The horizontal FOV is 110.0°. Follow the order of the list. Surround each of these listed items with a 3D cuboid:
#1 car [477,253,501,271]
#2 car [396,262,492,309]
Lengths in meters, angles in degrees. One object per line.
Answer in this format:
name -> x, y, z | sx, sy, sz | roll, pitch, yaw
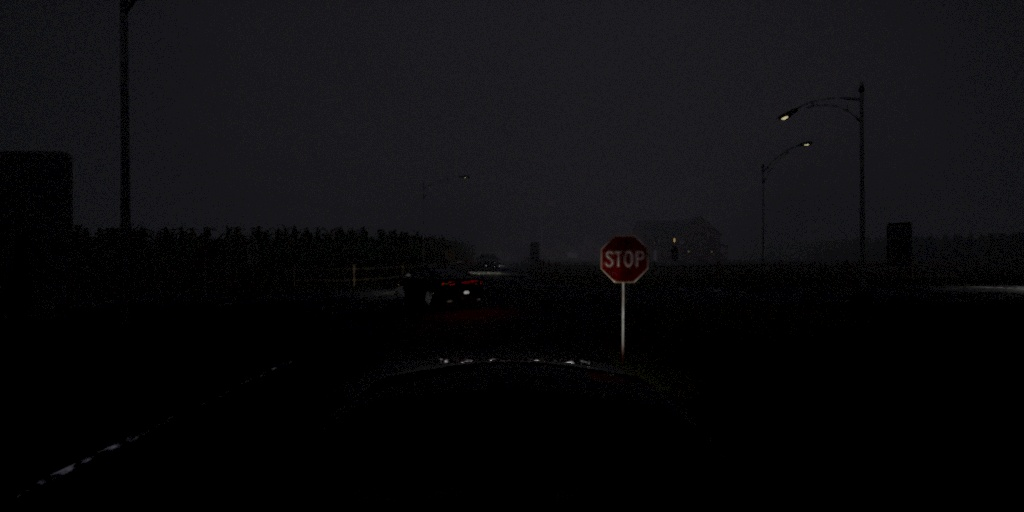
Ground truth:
car -> -2.813, 0.675, 41.865 | 2.150, 2.045, 5.566 | 0, 0, 0
car -> -3.091, 1.127, 14.666 | 1.882, 1.535, 5.008 | 1, 0, -36
